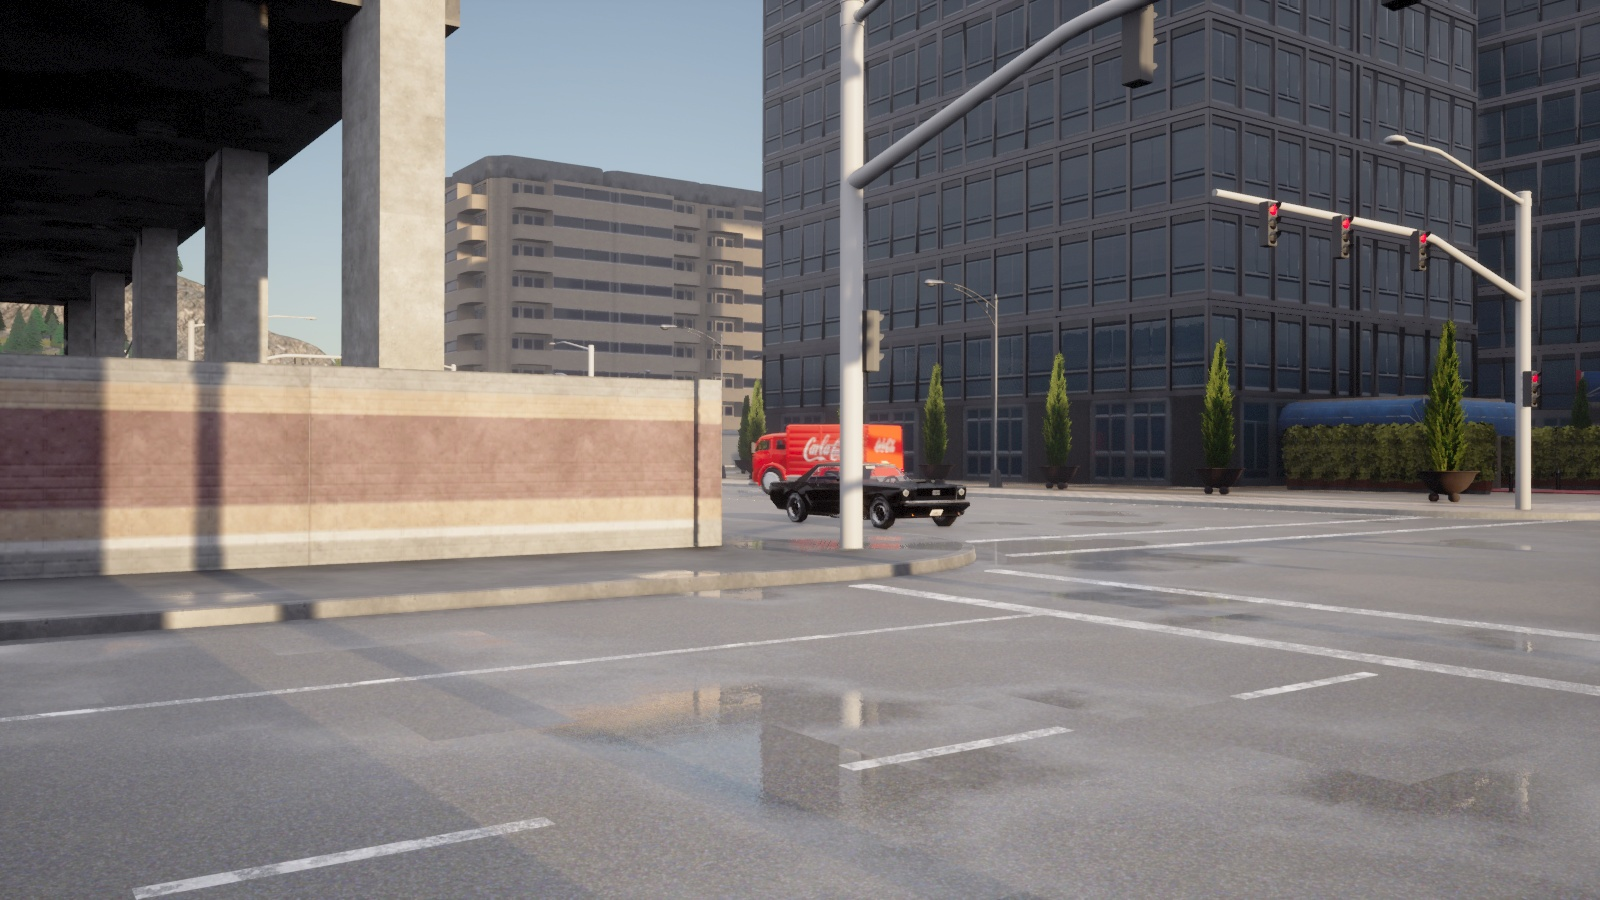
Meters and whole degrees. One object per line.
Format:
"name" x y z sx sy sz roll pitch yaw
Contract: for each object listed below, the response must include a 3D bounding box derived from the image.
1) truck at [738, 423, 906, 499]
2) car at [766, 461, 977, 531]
"truck" 0.729 0.362 43.128 5.204 2.467 2.627 0 0 37
"car" 1.379 0.907 26.381 1.895 1.301 4.718 0 0 -35
